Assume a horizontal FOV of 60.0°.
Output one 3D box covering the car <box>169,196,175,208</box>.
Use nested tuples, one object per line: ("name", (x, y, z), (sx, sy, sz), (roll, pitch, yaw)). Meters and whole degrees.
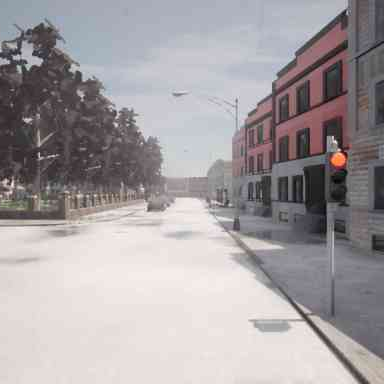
("car", (-4.107, 1.547, 49.585), (2.033, 1.411, 5.357), (0, 0, 0))

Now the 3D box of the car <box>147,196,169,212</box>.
("car", (-4.106, 1.478, 39.382), (1.882, 1.535, 5.008), (0, 0, 0))
